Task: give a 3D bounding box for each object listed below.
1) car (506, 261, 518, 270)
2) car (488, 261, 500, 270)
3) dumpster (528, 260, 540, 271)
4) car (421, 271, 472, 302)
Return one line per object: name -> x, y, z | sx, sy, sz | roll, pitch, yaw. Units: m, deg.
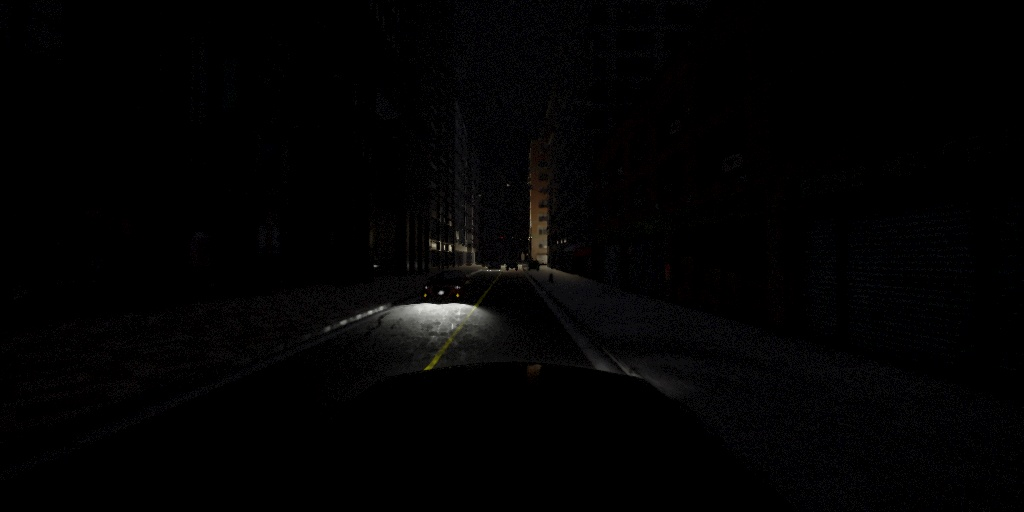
car -> 0.000, 1.512, 60.756 | 2.128, 1.511, 4.902 | 0, 0, 0
car -> -3.046, 1.667, 62.319 | 1.812, 1.442, 4.674 | 0, 0, 1
dumpster -> 3.134, 1.482, 53.027 | 1.020, 1.700, 1.940 | 0, 0, 0
car -> -3.100, 1.425, 17.732 | 1.994, 1.385, 4.181 | 0, 0, 0
